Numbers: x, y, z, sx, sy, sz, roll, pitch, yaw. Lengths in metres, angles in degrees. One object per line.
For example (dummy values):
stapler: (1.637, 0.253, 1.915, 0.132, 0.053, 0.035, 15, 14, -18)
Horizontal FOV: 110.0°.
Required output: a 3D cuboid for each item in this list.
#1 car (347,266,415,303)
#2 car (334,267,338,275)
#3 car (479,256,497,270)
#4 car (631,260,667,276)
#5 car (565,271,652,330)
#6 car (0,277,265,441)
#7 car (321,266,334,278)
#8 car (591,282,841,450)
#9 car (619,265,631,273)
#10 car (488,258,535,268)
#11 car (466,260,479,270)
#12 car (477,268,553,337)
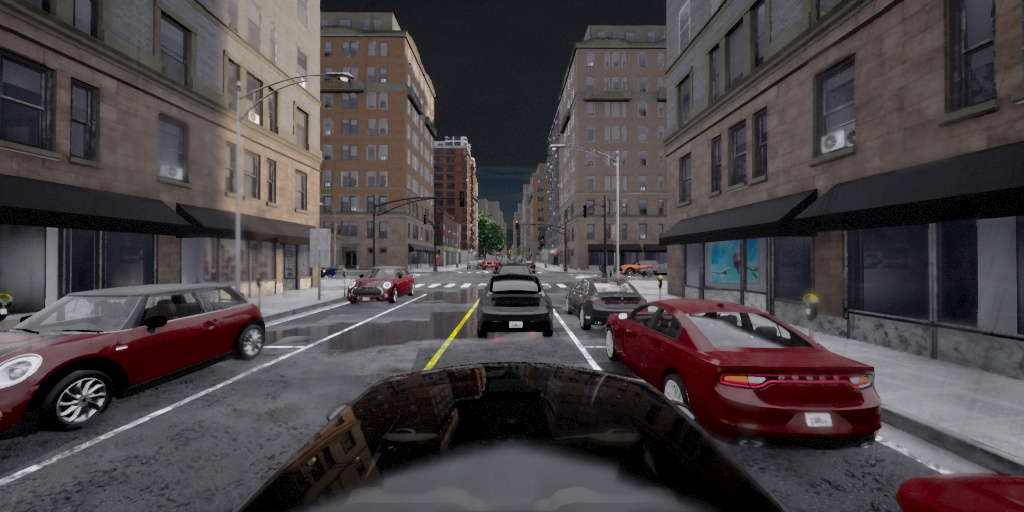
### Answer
car: (-5.834, 1.195, 16.348, 1.967, 1.591, 4.097, 0, 0, 0)
car: (-18.409, 1.150, 32.372, 5.008, 1.535, 1.882, 0, 0, 0)
car: (-3.131, 1.013, 52.607, 2.150, 2.045, 5.566, 0, 0, 0)
car: (15.191, 1.395, 35.961, 5.357, 1.411, 2.033, 0, 0, 0)
car: (2.683, 1.303, 10.846, 2.007, 1.370, 4.403, 0, 0, 0)
car: (-5.852, 1.190, 5.361, 1.967, 1.591, 4.097, 0, 0, 0)
car: (-18.019, 0.869, 29.117, 5.566, 2.045, 2.150, 0, 0, 0)
car: (2.675, 1.296, 5.355, 1.888, 1.381, 4.507, 0, 0, 0)
car: (14.026, 1.221, 39.222, 4.553, 1.767, 2.097, 0, 0, 0)
car: (0.121, 1.108, 17.686, 2.097, 1.767, 4.553, 0, 0, 0)
car: (-5.906, 1.345, 54.709, 2.007, 1.370, 4.403, 0, 0, 0)
car: (0.057, 1.258, 10.271, 1.837, 1.490, 4.892, 0, 0, -1)
